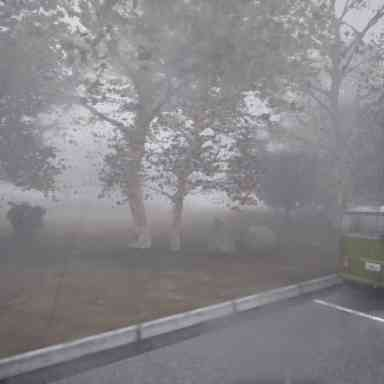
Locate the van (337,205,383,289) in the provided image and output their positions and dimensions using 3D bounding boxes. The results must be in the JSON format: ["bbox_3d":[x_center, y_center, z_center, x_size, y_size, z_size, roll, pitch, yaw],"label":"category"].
[{"bbox_3d":[5.508,1.268,7.984,4.442,1.987,1.878,0,0,-33],"label":"van"}]
